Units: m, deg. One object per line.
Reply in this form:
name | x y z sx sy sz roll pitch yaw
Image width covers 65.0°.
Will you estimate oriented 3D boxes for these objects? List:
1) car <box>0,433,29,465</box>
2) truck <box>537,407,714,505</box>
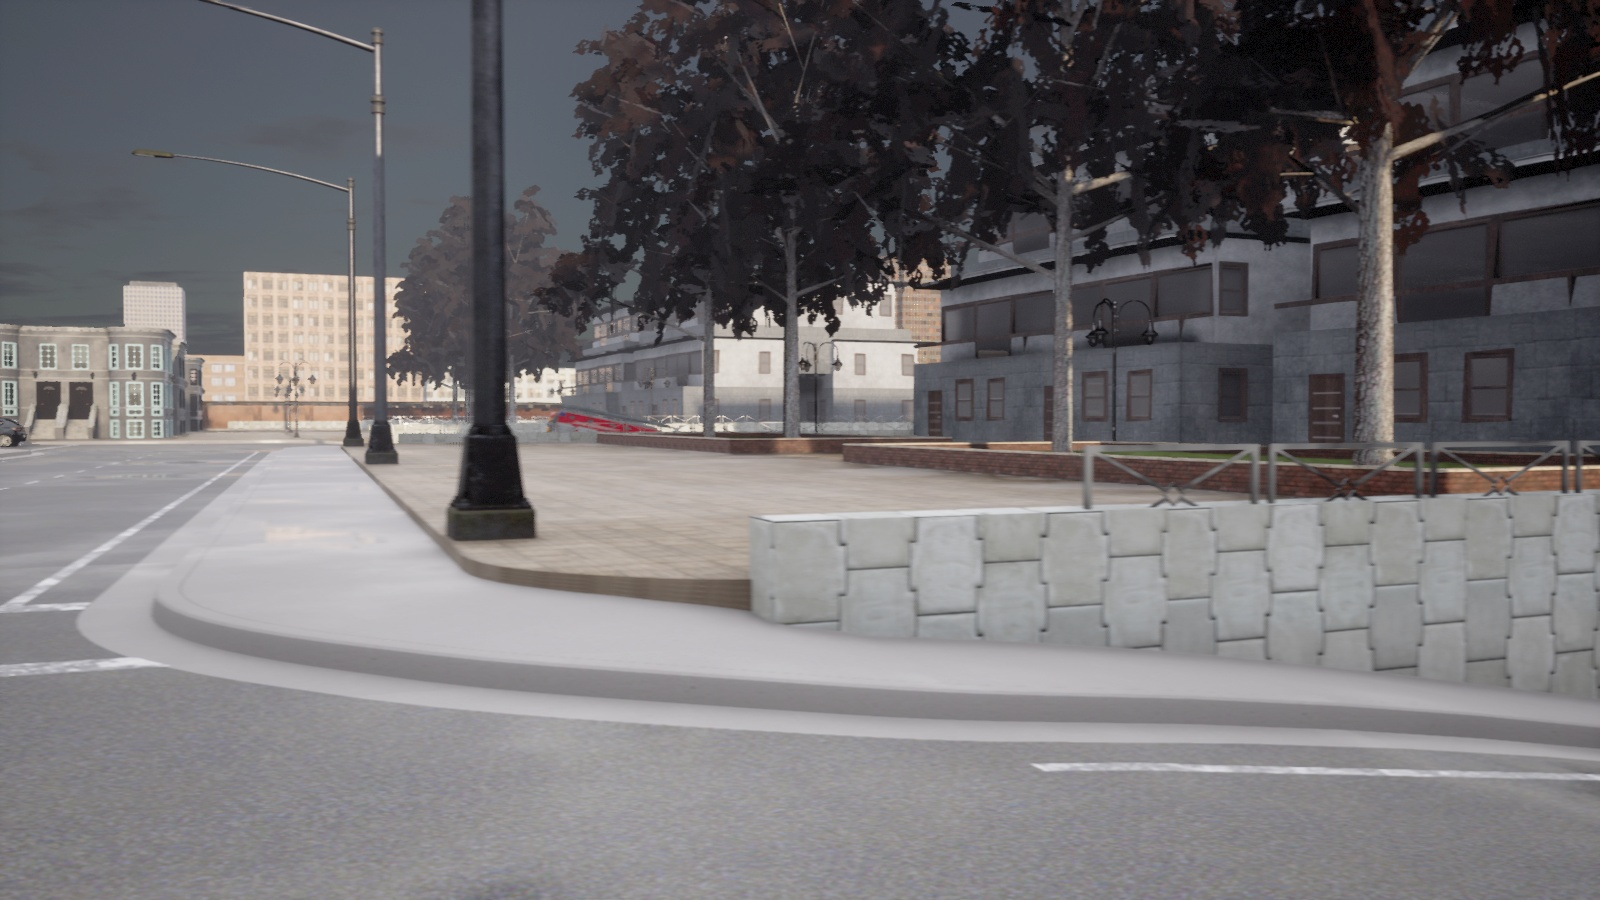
car | -38.996 -0.014 59.210 4.193 1.474 1.816 -2 2 -22
truck | -9.321 0.350 67.330 8.468 3.827 2.891 10 -3 -22
